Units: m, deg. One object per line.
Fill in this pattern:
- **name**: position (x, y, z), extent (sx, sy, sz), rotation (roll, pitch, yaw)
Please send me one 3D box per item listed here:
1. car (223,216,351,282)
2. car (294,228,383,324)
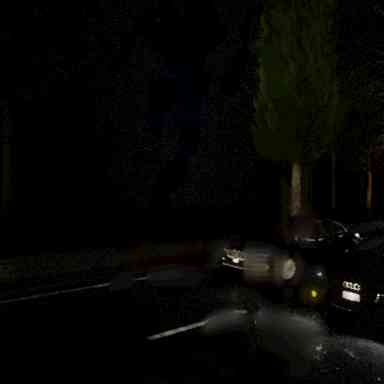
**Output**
- **car**: position (3.093, 1.507, 9.881), extent (4.892, 1.490, 1.837), rotation (0, 0, -35)
- **car**: position (4.271, 1.565, 6.739), extent (4.181, 1.385, 1.994), rotation (0, 0, -36)
